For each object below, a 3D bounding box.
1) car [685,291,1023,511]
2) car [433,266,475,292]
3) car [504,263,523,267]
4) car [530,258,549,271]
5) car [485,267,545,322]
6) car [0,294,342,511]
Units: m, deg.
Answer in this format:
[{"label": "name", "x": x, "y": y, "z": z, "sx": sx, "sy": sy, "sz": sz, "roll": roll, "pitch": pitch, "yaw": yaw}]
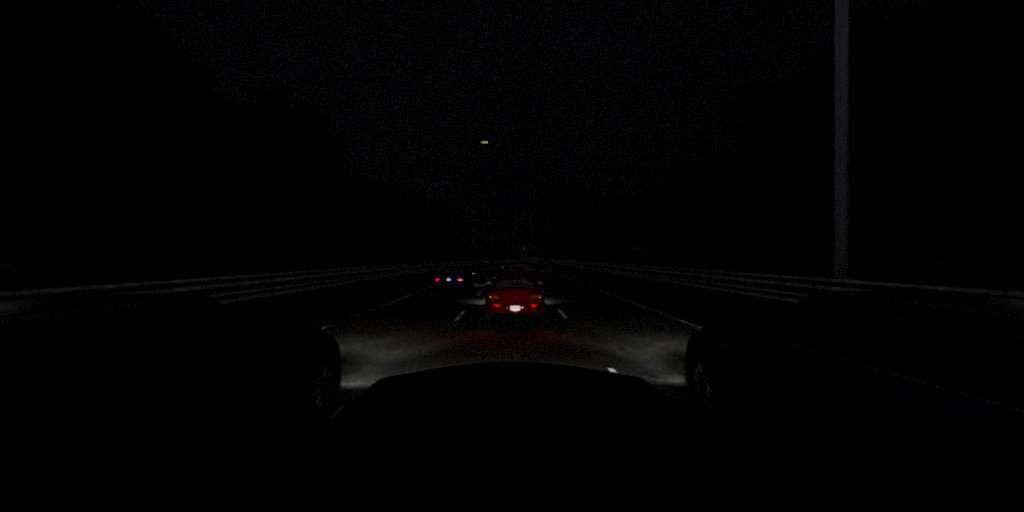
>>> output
[{"label": "car", "x": 3.500, "y": 1.089, "z": 3.233, "sx": 2.097, "sy": 1.767, "sz": 4.553, "roll": 0, "pitch": 0, "yaw": 0}, {"label": "car", "x": -3.394, "y": 1.329, "z": 21.736, "sx": 2.033, "sy": 1.411, "sz": 5.357, "roll": 0, "pitch": 0, "yaw": 0}, {"label": "car", "x": 0.145, "y": 1.284, "z": 29.418, "sx": 1.882, "sy": 1.535, "sz": 5.008, "roll": 0, "pitch": 0, "yaw": 0}, {"label": "car", "x": 4.009, "y": 1.408, "z": 53.141, "sx": 2.128, "sy": 1.511, "sz": 4.902, "roll": 0, "pitch": 0, "yaw": 2}, {"label": "car", "x": 0.085, "y": 1.286, "z": 12.250, "sx": 1.812, "sy": 1.442, "sz": 4.674, "roll": 0, "pitch": 0, "yaw": 0}, {"label": "car", "x": -3.399, "y": 1.103, "z": 3.109, "sx": 2.097, "sy": 1.767, "sz": 4.553, "roll": 0, "pitch": 0, "yaw": 0}]
